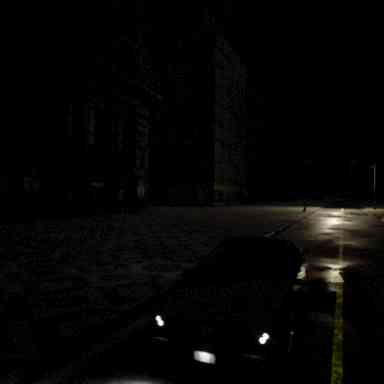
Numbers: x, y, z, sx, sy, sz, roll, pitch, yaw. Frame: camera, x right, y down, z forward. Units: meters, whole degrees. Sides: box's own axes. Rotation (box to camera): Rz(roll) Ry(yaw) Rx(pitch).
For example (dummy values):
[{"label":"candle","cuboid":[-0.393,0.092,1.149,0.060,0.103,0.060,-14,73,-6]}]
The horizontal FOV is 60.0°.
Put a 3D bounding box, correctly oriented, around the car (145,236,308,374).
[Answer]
[{"label":"car","cuboid":[1.196,1.625,6.447,2.033,1.411,5.357,0,-1,23]}]
